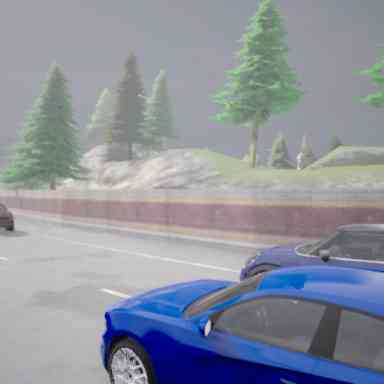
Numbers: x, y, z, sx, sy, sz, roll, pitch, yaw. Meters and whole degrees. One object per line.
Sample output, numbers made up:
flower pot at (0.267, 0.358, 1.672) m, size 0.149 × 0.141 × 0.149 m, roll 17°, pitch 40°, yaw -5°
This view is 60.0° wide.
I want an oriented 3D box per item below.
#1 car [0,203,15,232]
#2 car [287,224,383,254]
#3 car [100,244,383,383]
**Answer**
car at (-12.005, 1.339, 19.181) m, size 4.553 × 1.767 × 2.097 m, roll 0°, pitch 0°, yaw 45°
car at (3.162, 1.372, 6.148) m, size 4.553 × 1.767 × 2.097 m, roll 0°, pitch 0°, yaw 36°
car at (1.201, 1.487, 3.228) m, size 5.008 × 1.535 × 1.882 m, roll 0°, pitch 0°, yaw 36°
